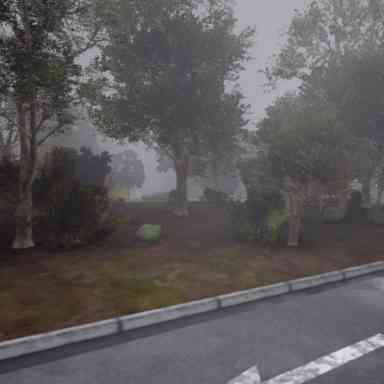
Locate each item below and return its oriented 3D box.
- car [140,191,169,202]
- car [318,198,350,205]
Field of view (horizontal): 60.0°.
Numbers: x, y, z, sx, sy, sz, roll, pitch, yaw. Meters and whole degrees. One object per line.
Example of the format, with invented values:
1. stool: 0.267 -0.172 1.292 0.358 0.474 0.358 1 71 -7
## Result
1. car: -4.428 0.630 46.489 5.357 1.411 2.033 0 0 -29
2. car: 15.866 0.873 36.046 1.895 1.301 4.718 0 1 -31
